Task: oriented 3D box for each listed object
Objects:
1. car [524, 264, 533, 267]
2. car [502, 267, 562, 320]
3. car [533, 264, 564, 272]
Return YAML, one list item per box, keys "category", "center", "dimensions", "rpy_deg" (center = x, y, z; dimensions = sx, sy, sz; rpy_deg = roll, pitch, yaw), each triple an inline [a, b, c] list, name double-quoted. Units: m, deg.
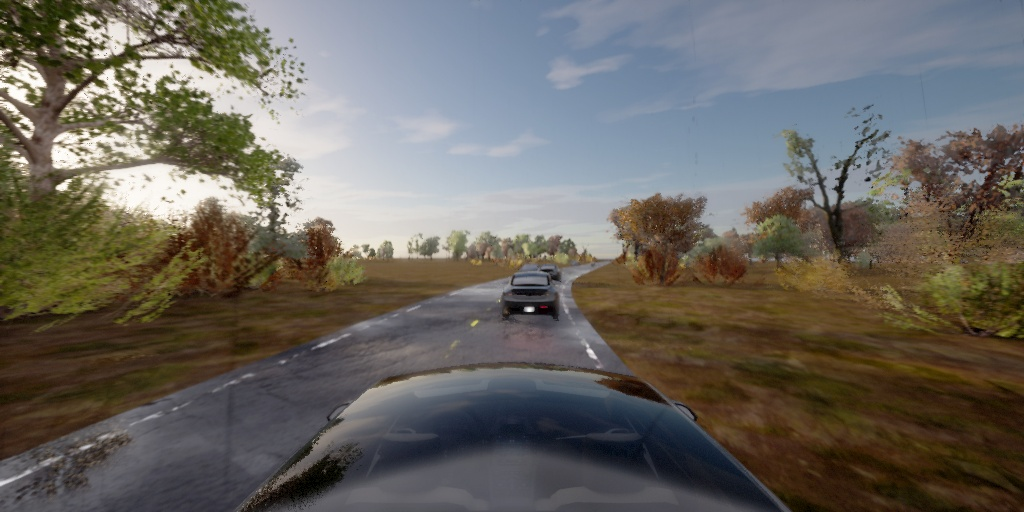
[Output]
- category: "car"
  center: [2.053, 1.564, 39.225]
  dimensions: [2.033, 1.411, 5.357]
  rpy_deg: [0, 0, 15]
- category: "car"
  center: [0.716, 1.332, 13.012]
  dimensions: [1.837, 1.490, 4.892]
  rpy_deg: [0, 0, 5]
- category: "car"
  center: [3.144, 1.452, 29.719]
  dimensions: [1.837, 1.490, 4.892]
  rpy_deg: [0, 0, 11]
